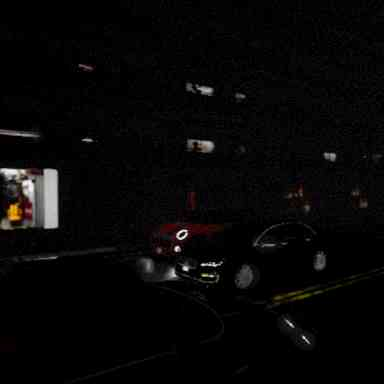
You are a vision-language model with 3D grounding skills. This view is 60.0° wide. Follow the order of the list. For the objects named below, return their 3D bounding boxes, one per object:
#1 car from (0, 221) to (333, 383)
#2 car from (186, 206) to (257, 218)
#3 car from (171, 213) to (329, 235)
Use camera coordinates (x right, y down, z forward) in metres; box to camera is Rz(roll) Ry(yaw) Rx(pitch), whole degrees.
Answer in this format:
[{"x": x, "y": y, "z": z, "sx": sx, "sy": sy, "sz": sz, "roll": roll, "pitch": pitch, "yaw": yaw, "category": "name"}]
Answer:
[{"x": -0.972, "y": 1.350, "z": 2.746, "sx": 4.553, "sy": 1.767, "sz": 2.097, "roll": 0, "pitch": 0, "yaw": -35, "category": "car"}, {"x": 0.757, "y": 1.333, "z": 12.208, "sx": 4.553, "sy": 1.767, "sz": 2.097, "roll": 0, "pitch": 0, "yaw": -36, "category": "car"}, {"x": 1.830, "y": 1.488, "z": 8.981, "sx": 4.892, "sy": 1.490, "sz": 1.837, "roll": 0, "pitch": 0, "yaw": -36, "category": "car"}]
